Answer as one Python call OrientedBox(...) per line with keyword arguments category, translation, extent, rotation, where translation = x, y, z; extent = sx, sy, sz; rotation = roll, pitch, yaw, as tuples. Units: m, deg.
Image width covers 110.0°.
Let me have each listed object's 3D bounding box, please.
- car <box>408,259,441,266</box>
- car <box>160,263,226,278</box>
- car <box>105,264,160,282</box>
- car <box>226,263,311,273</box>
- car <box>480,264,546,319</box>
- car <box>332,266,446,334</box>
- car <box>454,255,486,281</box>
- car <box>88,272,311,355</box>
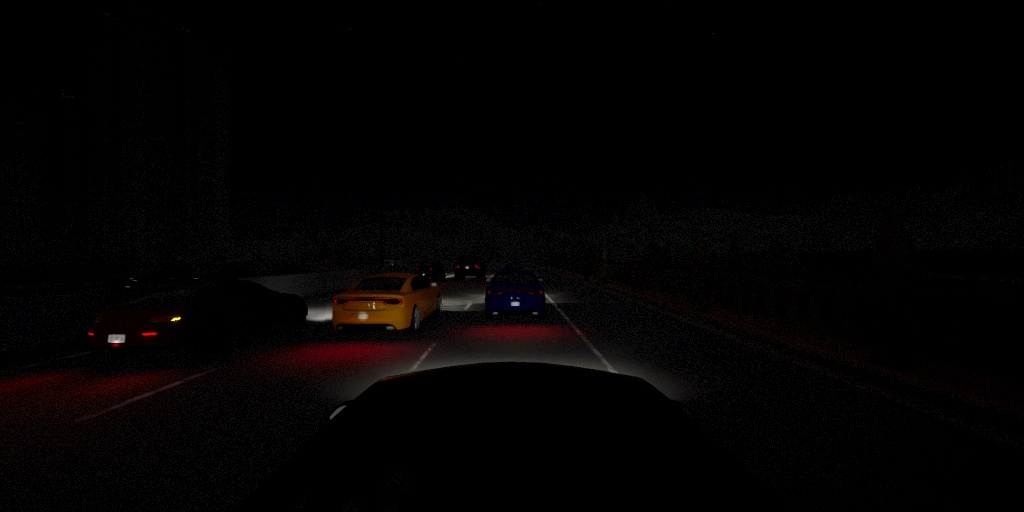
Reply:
OrientedBox(category="car", translation=(-6.904, 1.247, 30.464), extent=(2.128, 1.511, 4.902), rotation=(0, 0, 0))
OrientedBox(category="car", translation=(-17.602, 1.228, 21.502), extent=(1.882, 1.535, 5.008), rotation=(0, 0, 0))
OrientedBox(category="car", translation=(-21.101, 1.228, 21.488), extent=(1.882, 1.535, 5.008), rotation=(0, 0, 0))
OrientedBox(category="car", translation=(-14.102, 1.228, 21.495), extent=(1.882, 1.535, 5.008), rotation=(0, 0, 0))
OrientedBox(category="car", translation=(0.098, 1.227, 12.800), extent=(1.882, 1.535, 5.008), rotation=(0, 0, 0))
OrientedBox(category="car", translation=(-3.402, 1.227, 10.675), extent=(1.882, 1.535, 5.008), rotation=(0, 0, 0))
OrientedBox(category="car", translation=(-3.404, 0.976, 29.906), extent=(2.150, 2.045, 5.566), rotation=(0, 0, 0))
OrientedBox(category="car", translation=(-6.902, 1.275, 8.565), extent=(1.812, 1.442, 4.674), rotation=(0, 0, 0))
